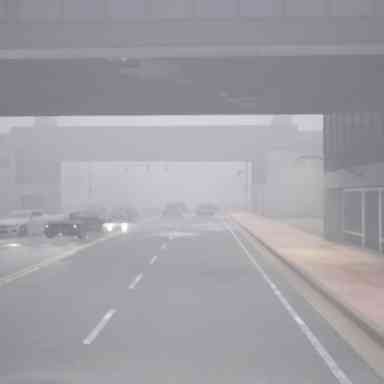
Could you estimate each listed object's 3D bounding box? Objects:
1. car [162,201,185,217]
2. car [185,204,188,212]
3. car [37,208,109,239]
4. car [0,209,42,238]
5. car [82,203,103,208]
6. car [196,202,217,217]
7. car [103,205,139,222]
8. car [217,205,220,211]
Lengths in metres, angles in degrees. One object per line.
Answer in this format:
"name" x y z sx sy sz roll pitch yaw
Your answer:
"car" -2.107 1.951 36.341 1.812 1.442 4.674 0 -1 3
"car" -1.769 2.063 47.626 1.837 1.490 4.892 0 -1 2
"car" -6.448 1.815 18.704 1.895 1.301 4.718 0 -1 2
"car" -9.884 1.745 19.488 1.812 1.442 4.674 0 -1 3
"car" -9.421 1.853 31.570 2.128 1.511 4.902 0 -1 3
"car" 1.453 2.009 37.739 1.994 1.385 4.181 0 -1 2
"car" -6.020 1.903 29.342 1.994 1.385 4.181 0 -1 3
"car" 2.512 2.101 46.919 2.033 1.411 5.357 0 -1 18
